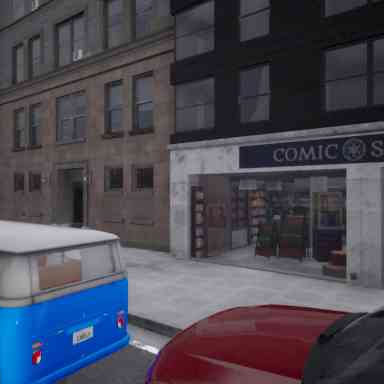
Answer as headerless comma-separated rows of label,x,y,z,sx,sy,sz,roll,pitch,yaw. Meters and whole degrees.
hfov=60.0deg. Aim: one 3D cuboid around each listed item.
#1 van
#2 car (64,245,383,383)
van,-2.704,1.341,4.743,3.998,1.788,1.690,0,0,36
car,1.917,1.315,1.442,5.009,1.841,2.192,0,0,36
